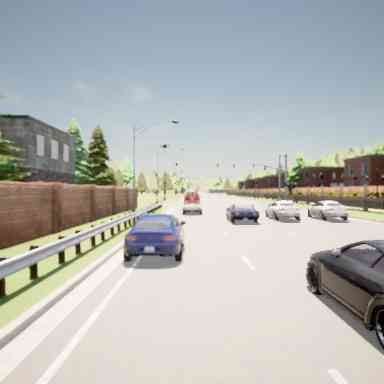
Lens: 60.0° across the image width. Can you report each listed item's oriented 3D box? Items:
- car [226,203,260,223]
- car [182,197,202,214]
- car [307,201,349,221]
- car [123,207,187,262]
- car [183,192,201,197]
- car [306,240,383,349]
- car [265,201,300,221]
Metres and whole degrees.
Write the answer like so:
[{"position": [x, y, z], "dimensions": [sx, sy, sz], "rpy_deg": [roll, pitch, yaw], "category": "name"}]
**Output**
[{"position": [3.607, 1.500, 24.516], "dimensions": [1.895, 1.301, 4.718], "rpy_deg": [0, 0, 0], "category": "car"}, {"position": [0.050, 1.468, 32.592], "dimensions": [1.895, 1.301, 4.718], "rpy_deg": [0, 0, 1], "category": "car"}, {"position": [10.595, 1.419, 26.157], "dimensions": [1.812, 1.442, 4.674], "rpy_deg": [0, 0, 0], "category": "car"}, {"position": [-1.221, 1.477, 11.859], "dimensions": [1.812, 1.442, 4.674], "rpy_deg": [0, 0, 0], "category": "car"}, {"position": [0.031, 1.033, 45.109], "dimensions": [2.150, 2.045, 5.566], "rpy_deg": [0, 0, 0], "category": "car"}, {"position": [3.602, 1.539, 5.956], "dimensions": [1.994, 1.385, 4.181], "rpy_deg": [0, 0, 0], "category": "car"}, {"position": [7.095, 1.419, 26.200], "dimensions": [1.812, 1.442, 4.674], "rpy_deg": [0, 0, 0], "category": "car"}]
